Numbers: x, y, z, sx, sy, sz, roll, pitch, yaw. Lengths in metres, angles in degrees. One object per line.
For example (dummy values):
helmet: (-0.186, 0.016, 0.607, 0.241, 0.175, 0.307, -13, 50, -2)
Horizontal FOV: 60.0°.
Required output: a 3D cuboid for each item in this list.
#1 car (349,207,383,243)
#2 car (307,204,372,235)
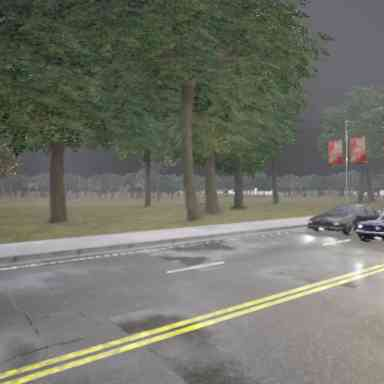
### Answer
car: (8.883, 1.426, 13.911, 4.718, 1.301, 1.895, -1, 0, -35)
car: (8.367, 1.354, 17.510, 5.357, 1.411, 2.033, -1, 0, -35)
